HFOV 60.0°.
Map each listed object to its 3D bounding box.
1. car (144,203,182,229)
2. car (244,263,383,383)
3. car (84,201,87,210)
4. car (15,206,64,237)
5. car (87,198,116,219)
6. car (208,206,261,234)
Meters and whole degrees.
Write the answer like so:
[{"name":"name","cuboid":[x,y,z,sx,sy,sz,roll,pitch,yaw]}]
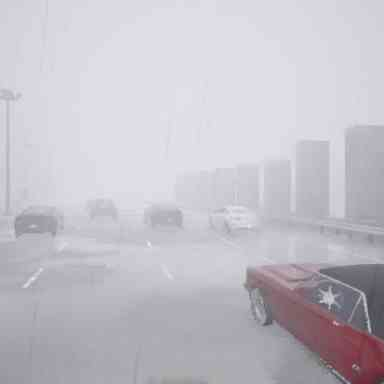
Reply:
[{"name":"car","cuboid":[-1.994,1.477,22.007,1.882,1.535,5.008,0,0,-16]},{"name":"car","cuboid":[2.323,1.600,4.305,1.895,1.301,4.718,0,0,-13]},{"name":"car","cuboid":[-12.107,1.477,40.974,1.882,1.535,5.008,0,0,-22]},{"name":"car","cuboid":[-8.215,1.477,18.253,1.882,1.535,5.008,0,0,-15]},{"name":"car","cuboid":[-7.915,1.351,29.413,2.097,1.767,4.553,0,0,-18]},{"name":"car","cuboid":[2.367,1.525,19.309,1.812,1.442,4.674,0,0,-14]}]
